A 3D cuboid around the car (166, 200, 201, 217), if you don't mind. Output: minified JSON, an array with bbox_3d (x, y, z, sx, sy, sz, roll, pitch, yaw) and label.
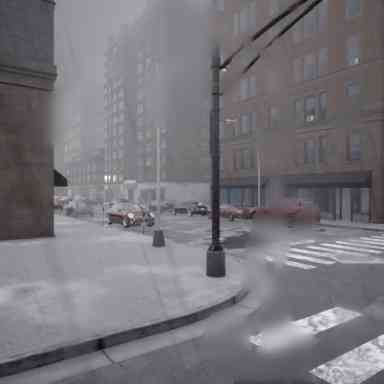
[{"bbox_3d":[-0.269,1.549,31.231,1.947,1.339,4.313,0,0,-35],"label":"car"}]

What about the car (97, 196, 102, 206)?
[{"bbox_3d":[-15.899,1.457,53.972,1.837,1.490,4.892,0,0,-35],"label":"car"}]

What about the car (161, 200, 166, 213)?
[{"bbox_3d":[-3.445,1.529,35.751,2.008,1.369,4.403,0,0,-35],"label":"car"}]

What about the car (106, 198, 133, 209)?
[{"bbox_3d":[-9.797,1.532,44.789,1.947,1.339,4.313,0,0,-35],"label":"car"}]

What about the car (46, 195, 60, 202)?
[{"bbox_3d":[-32.029,1.471,76.424,2.008,1.369,4.403,0,0,-35],"label":"car"}]

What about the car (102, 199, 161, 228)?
[{"bbox_3d":[-4.054,1.430,21.789,1.967,1.590,4.097,0,0,-35],"label":"car"}]

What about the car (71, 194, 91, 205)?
[{"bbox_3d":[-19.933,1.297,59.656,2.097,1.767,4.553,0,0,-35],"label":"car"}]

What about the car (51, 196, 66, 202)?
[{"bbox_3d":[-28.853,1.477,71.905,2.008,1.369,4.403,0,0,-35],"label":"car"}]

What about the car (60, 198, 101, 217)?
[{"bbox_3d":[-10.407,1.529,30.830,2.008,1.369,4.403,0,0,-35],"label":"car"}]

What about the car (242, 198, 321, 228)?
[{"bbox_3d":[6.084,1.309,22.193,2.192,1.841,5.009,0,0,-35],"label":"car"}]

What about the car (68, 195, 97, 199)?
[{"bbox_3d":[-16.197,1.436,49.089,1.882,1.535,5.008,0,0,-35],"label":"car"}]

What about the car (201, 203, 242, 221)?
[{"bbox_3d":[2.907,1.571,26.712,1.802,1.307,4.206,0,0,-35],"label":"car"}]

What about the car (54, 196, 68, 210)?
[{"bbox_3d":[-16.761,1.511,39.871,1.887,1.381,4.507,0,0,-35],"label":"car"}]
